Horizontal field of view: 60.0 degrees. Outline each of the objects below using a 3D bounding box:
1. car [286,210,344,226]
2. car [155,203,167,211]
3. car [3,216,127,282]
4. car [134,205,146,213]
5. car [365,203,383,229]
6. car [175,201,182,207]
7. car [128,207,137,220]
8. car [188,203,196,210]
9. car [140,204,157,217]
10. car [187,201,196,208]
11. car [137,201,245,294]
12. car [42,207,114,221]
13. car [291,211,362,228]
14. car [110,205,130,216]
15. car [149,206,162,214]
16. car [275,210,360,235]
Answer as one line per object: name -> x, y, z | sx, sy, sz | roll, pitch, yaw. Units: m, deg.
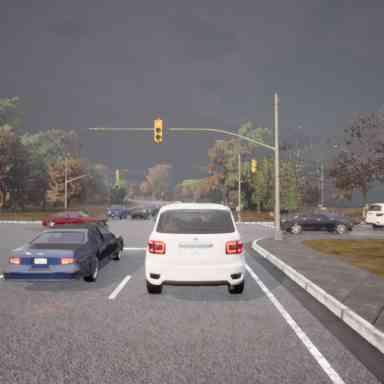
car -> 11.981, 2.488, 32.640 | 4.902, 1.511, 2.128 | 0, -3, -1
car -> -7.035, 3.379, 75.923 | 2.033, 1.411, 5.357 | 0, 0, 0
car -> -3.422, 1.664, 10.015 | 2.033, 1.411, 5.357 | 0, -1, 0
car -> -10.541, 3.479, 67.711 | 1.895, 1.301, 4.718 | 0, 0, 0
car -> 16.350, 1.903, 25.594 | 5.566, 2.045, 2.150 | 0, -3, -2
car -> -3.634, 3.092, 87.425 | 1.882, 1.535, 5.008 | 0, 0, -3
car -> -7.108, 3.143, 45.776 | 1.895, 1.301, 4.718 | 0, -2, -1
car -> -0.036, 3.331, 77.628 | 1.837, 1.490, 4.892 | 0, 0, 0
car -> -7.116, 3.006, 55.304 | 2.150, 2.045, 5.566 | 0, -1, 0
car -> -0.158, 3.285, 87.779 | 1.837, 1.490, 4.892 | 0, 0, -3
car -> 0.079, 1.320, 9.162 | 2.150, 2.045, 5.566 | 0, -1, 0
car -> -9.042, 2.175, 25.936 | 5.008, 1.535, 1.882 | 0, -2, 5
car -> 11.703, 2.387, 29.125 | 5.357, 1.411, 2.033 | 0, -3, -1
car -> -10.630, 2.807, 47.135 | 2.150, 2.045, 5.566 | 0, -2, -2
car -> -7.070, 3.480, 65.226 | 1.895, 1.301, 4.718 | 0, 0, 1
car -> 7.989, 2.022, 21.900 | 4.892, 1.490, 1.837 | 0, -2, -1
